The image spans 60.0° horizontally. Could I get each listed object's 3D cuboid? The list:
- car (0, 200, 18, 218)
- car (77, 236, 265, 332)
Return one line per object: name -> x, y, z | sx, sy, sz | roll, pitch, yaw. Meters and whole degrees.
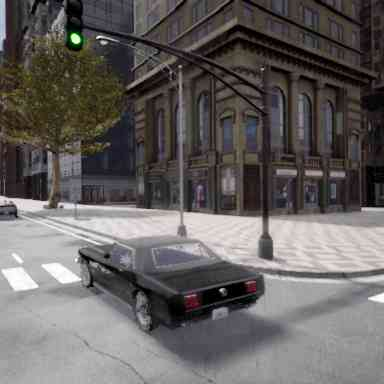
car -> -16.183, 1.444, 28.447 | 2.128, 1.511, 4.902 | -1, 0, -35
car -> -0.849, 1.584, 6.942 | 1.895, 1.301, 4.718 | -1, 0, -35
